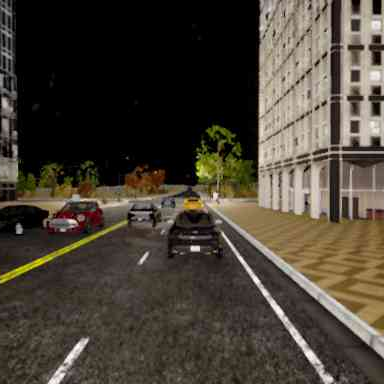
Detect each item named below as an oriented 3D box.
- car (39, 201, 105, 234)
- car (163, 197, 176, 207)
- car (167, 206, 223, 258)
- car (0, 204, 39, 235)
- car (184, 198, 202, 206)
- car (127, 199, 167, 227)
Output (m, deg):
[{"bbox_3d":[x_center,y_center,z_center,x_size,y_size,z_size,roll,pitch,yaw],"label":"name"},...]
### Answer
[{"bbox_3d":[-6.497,1.324,18.982,2.097,1.767,4.553,0,0,0],"label":"car"},{"bbox_3d":[-3.143,1.412,44.876,2.128,1.511,4.902,0,0,0],"label":"car"},{"bbox_3d":[0.103,1.487,12.640,1.837,1.490,4.892,0,0,0],"label":"car"},{"bbox_3d":[-9.751,1.454,18.635,1.882,1.535,5.008,0,0,0],"label":"car"},{"bbox_3d":[0.106,1.417,36.742,1.882,1.535,5.008,0,0,0],"label":"car"},{"bbox_3d":[-3.146,1.458,22.627,2.128,1.511,4.902,0,0,0],"label":"car"}]
